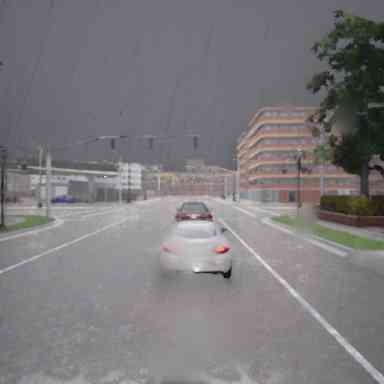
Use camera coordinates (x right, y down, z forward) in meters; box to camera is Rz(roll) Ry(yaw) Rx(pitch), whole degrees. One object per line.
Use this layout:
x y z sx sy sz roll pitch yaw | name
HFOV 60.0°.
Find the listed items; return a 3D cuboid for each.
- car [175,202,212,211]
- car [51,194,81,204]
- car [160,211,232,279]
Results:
0.100 1.342 19.441 2.097 1.767 4.553 0 0 0 | car
-23.317 1.262 60.199 4.611 1.667 2.242 0 0 1 | car
0.105 1.521 9.939 1.812 1.442 4.674 0 0 0 | car
